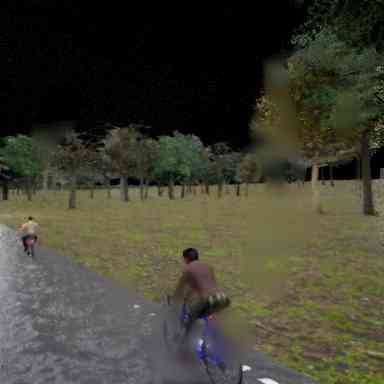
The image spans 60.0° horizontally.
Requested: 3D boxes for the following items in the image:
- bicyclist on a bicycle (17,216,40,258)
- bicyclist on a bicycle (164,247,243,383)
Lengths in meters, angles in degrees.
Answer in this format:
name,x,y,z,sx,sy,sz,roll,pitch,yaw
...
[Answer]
name,x,y,z,sx,sy,sz,roll,pitch,yaw
bicyclist on a bicycle,-6.404,1.740,13.108,0.866,1.612,1.509,1,-1,-36
bicyclist on a bicycle,0.066,1.561,4.293,0.582,1.620,1.656,1,-2,-36
